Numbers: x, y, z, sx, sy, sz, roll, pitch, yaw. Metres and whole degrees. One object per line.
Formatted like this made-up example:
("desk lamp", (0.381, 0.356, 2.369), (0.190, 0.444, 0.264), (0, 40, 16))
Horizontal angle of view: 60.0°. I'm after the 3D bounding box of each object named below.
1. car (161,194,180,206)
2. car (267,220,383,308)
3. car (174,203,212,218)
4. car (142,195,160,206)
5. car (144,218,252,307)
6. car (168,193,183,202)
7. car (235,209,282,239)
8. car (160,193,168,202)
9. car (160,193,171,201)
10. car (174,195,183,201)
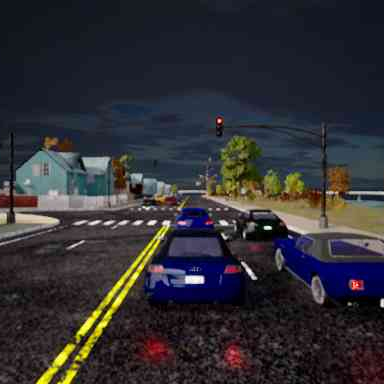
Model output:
("car", (-3.382, 1.426, 52.563), (1.882, 1.535, 5.008), (0, 0, 0))
("car", (3.346, 1.588, 7.850), (1.895, 1.301, 4.718), (0, 0, 0))
("car", (0.069, 1.500, 16.698), (1.812, 1.442, 4.674), (0, 0, -2))
("car", (-6.633, 1.512, 52.370), (1.994, 1.385, 4.181), (0, 0, 0))
("car", (0.083, 1.551, 8.011), (1.994, 1.385, 4.181), (0, 0, 1))
("car", (-3.325, 1.443, 68.618), (2.128, 1.511, 4.902), (0, 0, 0))
("car", (3.332, 1.538, 16.611), (1.994, 1.385, 4.181), (0, 0, 0))
("car", (-6.578, 1.426, 67.405), (1.882, 1.535, 5.008), (0, 0, 0))
("car", (-6.585, 1.168, 82.918), (2.150, 2.045, 5.566), (0, 0, 0))
("car", (-3.335, 1.421, 82.952), (1.882, 1.535, 5.008), (0, 0, 0))
